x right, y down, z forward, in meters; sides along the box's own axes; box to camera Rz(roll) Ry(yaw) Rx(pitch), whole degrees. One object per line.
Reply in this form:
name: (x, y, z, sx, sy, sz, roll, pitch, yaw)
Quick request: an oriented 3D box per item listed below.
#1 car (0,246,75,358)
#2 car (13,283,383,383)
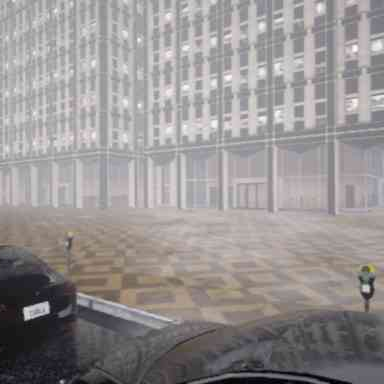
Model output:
car: (-3.697, 1.576, 5.517, 4.313, 1.339, 1.947, 0, 0, 36)
car: (0.887, 1.567, 2.243, 4.313, 1.339, 1.947, 0, 0, 36)
